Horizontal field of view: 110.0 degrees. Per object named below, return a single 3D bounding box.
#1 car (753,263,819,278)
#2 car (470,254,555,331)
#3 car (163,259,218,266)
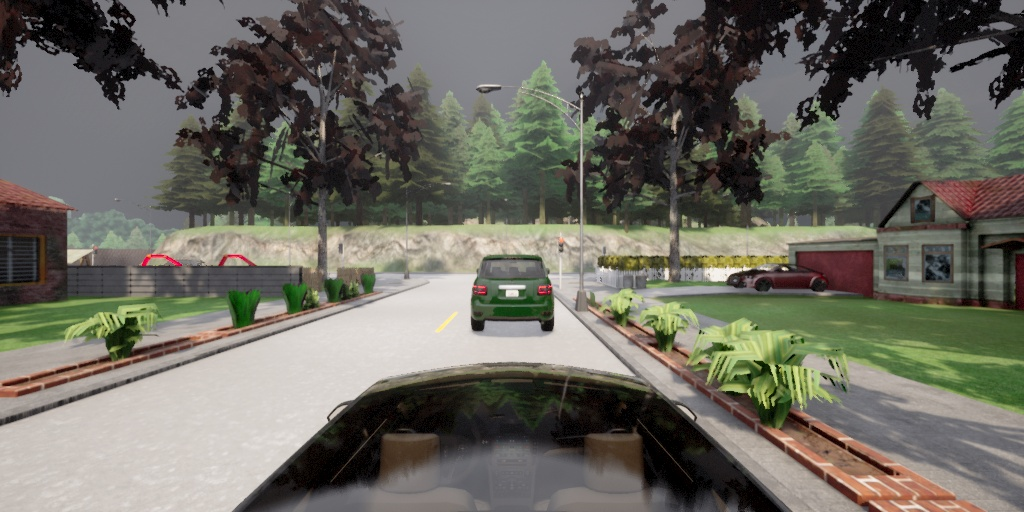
[{"bbox_3d":[28.742,1.212,37.702,5.008,1.535,1.882,0,0,0],"label":"car"},{"bbox_3d":[0.031,0.967,11.067,2.150,2.045,5.566,0,0,1],"label":"car"},{"bbox_3d":[-29.914,1.088,33.596,4.553,1.767,2.097,0,0,0],"label":"car"}]
